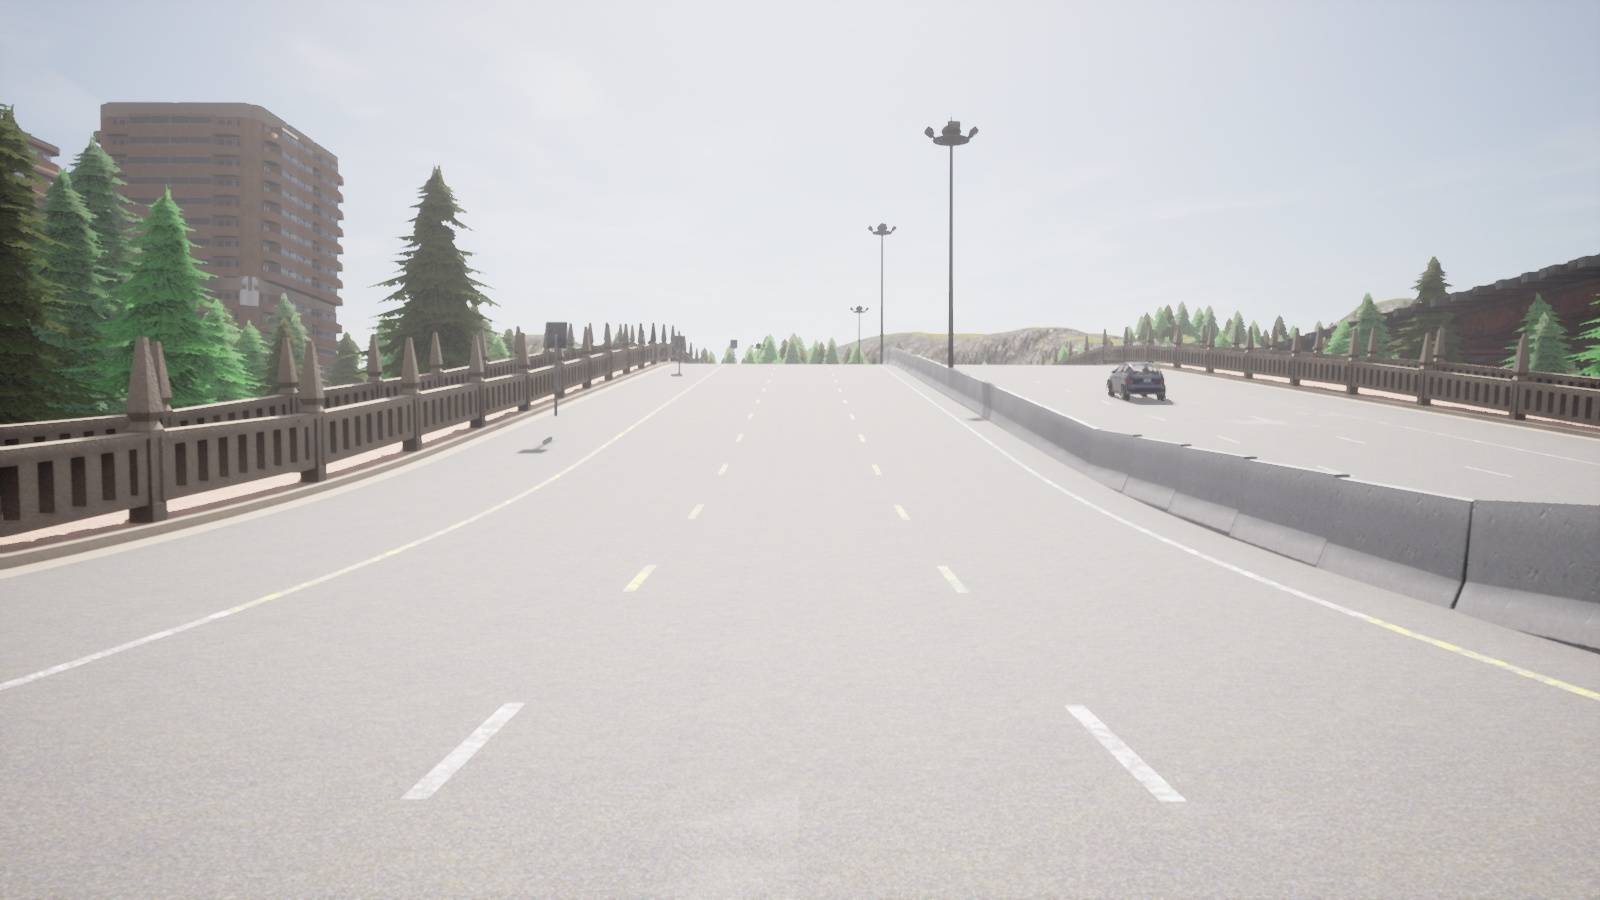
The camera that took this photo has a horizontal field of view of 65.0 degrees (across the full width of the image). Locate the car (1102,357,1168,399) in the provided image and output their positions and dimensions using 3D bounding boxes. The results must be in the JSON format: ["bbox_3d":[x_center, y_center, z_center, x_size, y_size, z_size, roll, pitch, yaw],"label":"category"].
[{"bbox_3d":[14.055,-3.052,52.888,1.789,1.549,3.705,0,7,0],"label":"car"}]
